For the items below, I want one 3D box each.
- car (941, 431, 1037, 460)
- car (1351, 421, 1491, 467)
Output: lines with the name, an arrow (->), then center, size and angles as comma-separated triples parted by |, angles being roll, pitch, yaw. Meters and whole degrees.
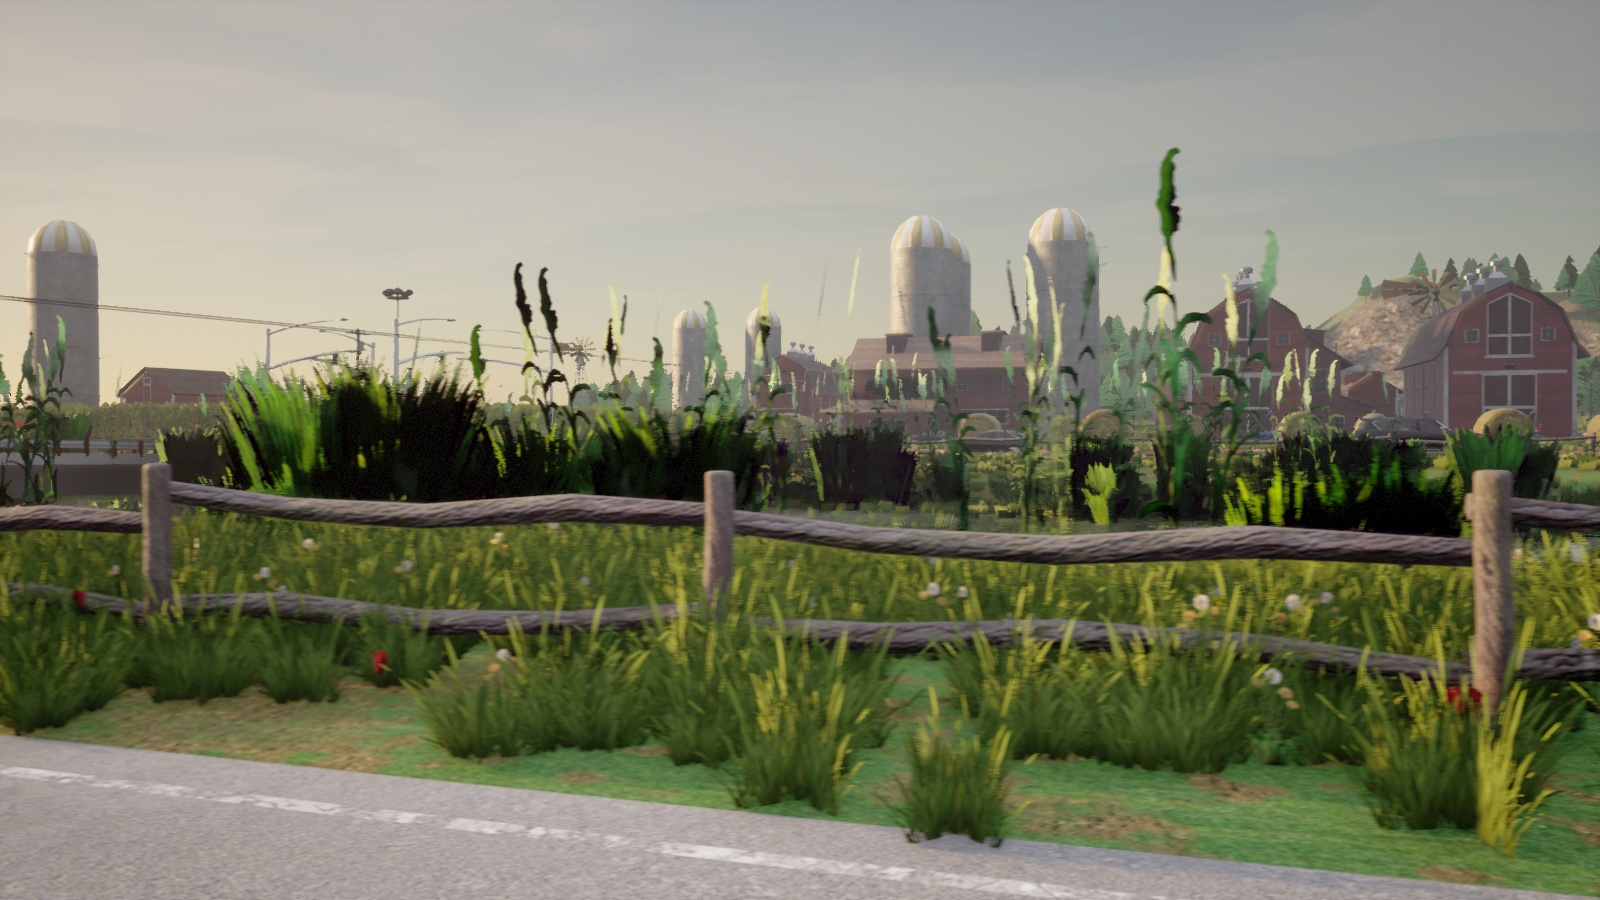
car -> 10.300, -0.254, 68.416 | 4.892, 1.490, 1.837 | 1, 1, 20
car -> 28.580, -0.305, 58.000 | 5.566, 2.045, 2.150 | 1, 1, 20
